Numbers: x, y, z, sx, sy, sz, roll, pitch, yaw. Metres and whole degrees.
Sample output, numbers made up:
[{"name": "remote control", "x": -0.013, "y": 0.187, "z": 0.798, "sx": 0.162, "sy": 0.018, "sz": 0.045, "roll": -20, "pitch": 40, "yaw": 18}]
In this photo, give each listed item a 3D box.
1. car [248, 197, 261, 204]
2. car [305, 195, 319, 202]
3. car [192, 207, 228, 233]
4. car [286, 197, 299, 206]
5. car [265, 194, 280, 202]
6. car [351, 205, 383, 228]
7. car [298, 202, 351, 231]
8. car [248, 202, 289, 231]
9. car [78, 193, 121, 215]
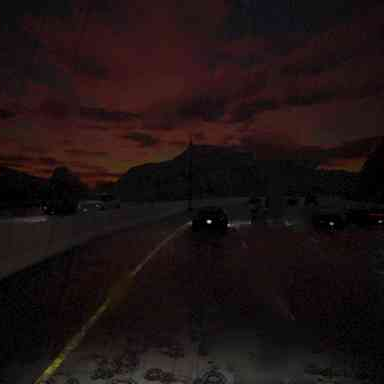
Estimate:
[{"name": "car", "x": 12.157, "y": 1.683, "z": 64.676, "sx": 1.837, "sy": 1.490, "sz": 4.892, "roll": 0, "pitch": -1, "yaw": 22}, {"name": "car", "x": 22.571, "y": 1.538, "z": 62.736, "sx": 2.150, "sy": 2.045, "sz": 5.566, "roll": 0, "pitch": 0, "yaw": 23}, {"name": "car", "x": 1.157, "y": 1.584, "z": 19.942, "sx": 1.994, "sy": 1.385, "sz": 4.181, "roll": 1, "pitch": 0, "yaw": 7}, {"name": "car", "x": 19.213, "y": 1.750, "z": 63.512, "sx": 1.882, "sy": 1.535, "sz": 5.008, "roll": 0, "pitch": 0, "yaw": 22}, {"name": "car", "x": 15.649, "y": 1.446, "z": 64.292, "sx": 2.150, "sy": 2.045, "sz": 5.566, "roll": 0, "pitch": 0, "yaw": 23}, {"name": "car", "x": 12.072, "y": 1.658, "z": 23.093, "sx": 2.128, "sy": 1.511, "sz": 4.902, "roll": 1, "pitch": 0, "yaw": 8}, {"name": "car", "x": 8.332, "y": 1.642, "z": 21.412, "sx": 1.812, "sy": 1.442, "sz": 4.674, "roll": 1, "pitch": 0, "yaw": 7}, {"name": "car", "x": 4.828, "y": 1.596, "z": 21.471, "sx": 1.812, "sy": 1.442, "sz": 4.674, "roll": 0, "pitch": 0, "yaw": 7}, {"name": "car", "x": -8.231, "y": 1.120, "z": 29.966, "sx": 2.150, "sy": 2.045, "sz": 5.566, "roll": 1, "pitch": 0, "yaw": 9}]
